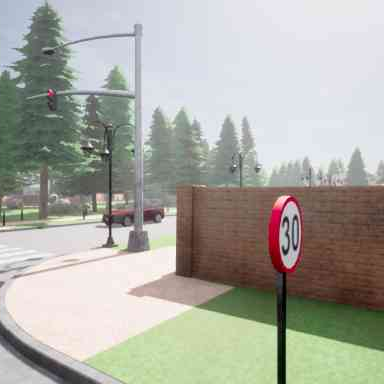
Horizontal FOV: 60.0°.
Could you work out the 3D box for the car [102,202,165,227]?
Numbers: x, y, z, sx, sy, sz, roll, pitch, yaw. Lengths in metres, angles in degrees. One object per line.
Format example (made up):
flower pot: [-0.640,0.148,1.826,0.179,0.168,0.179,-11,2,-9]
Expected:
car: [-3.973,1.464,23.129,1.882,1.535,5.008,0,0,35]
